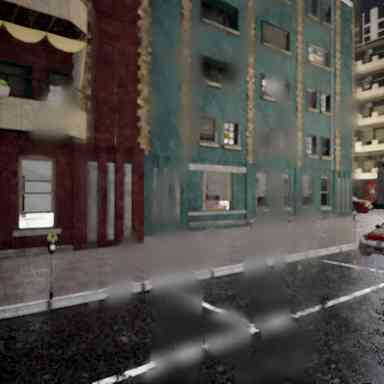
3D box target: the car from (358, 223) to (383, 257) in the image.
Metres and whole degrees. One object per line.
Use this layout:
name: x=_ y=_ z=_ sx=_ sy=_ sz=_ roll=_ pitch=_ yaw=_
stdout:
car: x=7.411 y=1.507 z=11.386 sx=4.206 sy=1.307 sz=1.802 roll=0 pitch=1 yaw=-36

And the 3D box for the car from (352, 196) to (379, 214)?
car: x=14.179 y=1.058 z=31.267 sx=2.192 sy=1.841 sz=5.009 roll=1 pitch=0 yaw=-36

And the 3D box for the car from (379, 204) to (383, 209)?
car: x=20.556 y=1.358 z=35.893 sx=1.947 sy=1.339 sz=4.313 roll=1 pitch=0 yaw=-36
